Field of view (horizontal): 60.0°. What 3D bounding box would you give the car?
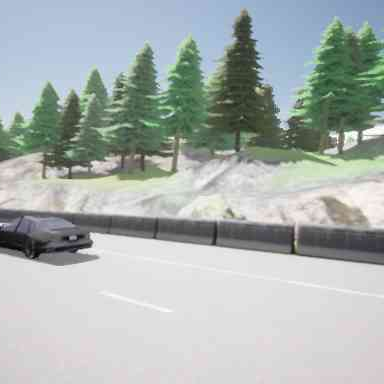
[{"bbox_3d":[-6.096,1.625,12.889,5.357,1.411,2.033,0,0,37],"label":"car"}]
